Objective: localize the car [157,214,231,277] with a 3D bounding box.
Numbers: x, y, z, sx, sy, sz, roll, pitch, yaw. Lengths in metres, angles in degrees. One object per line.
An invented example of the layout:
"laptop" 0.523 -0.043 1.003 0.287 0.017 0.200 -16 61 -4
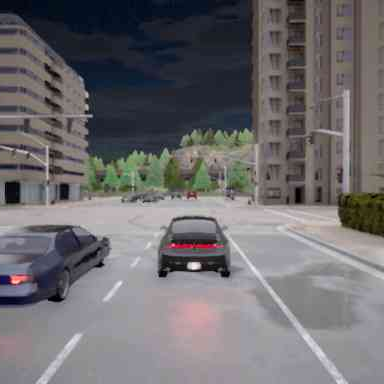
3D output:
"car" 0.064 1.436 9.970 1.837 1.490 4.892 0 0 0

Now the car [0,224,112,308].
"car" -3.449 1.493 8.044 2.033 1.411 5.357 0 0 1

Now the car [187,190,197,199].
"car" 0.007 0.568 74.486 2.150 2.045 5.566 0 0 0

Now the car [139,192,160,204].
"car" -7.050 1.194 55.549 1.994 1.385 4.181 0 0 0

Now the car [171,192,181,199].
"car" -3.493 0.698 74.427 2.097 1.767 4.553 0 0 0

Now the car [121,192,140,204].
"car" -10.547 1.121 55.554 2.128 1.511 4.902 0 0 0

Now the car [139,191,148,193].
"car" -10.493 0.724 71.057 2.150 2.045 5.566 0 0 0

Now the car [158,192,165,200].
"car" -6.994 0.880 70.494 2.097 1.767 4.553 0 0 0
